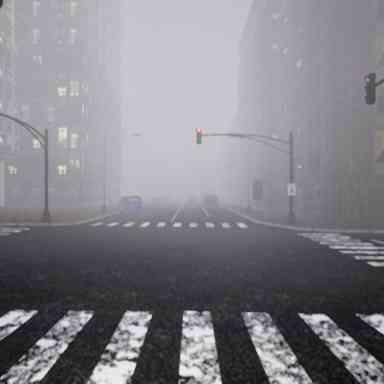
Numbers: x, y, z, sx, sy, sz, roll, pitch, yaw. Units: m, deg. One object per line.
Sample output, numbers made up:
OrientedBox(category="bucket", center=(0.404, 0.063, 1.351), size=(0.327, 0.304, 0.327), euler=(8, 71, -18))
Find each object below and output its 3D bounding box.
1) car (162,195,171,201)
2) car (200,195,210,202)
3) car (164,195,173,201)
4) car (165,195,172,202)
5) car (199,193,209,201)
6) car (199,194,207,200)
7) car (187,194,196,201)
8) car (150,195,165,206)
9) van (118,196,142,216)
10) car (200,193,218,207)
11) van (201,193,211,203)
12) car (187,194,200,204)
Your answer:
OrientedBox(category="car", center=(-5.743, 1.320, 75.267), size=(1.752, 1.417, 4.829), euler=(0, 0, 0))
OrientedBox(category="car", center=(2.642, 1.358, 69.893), size=(2.008, 1.369, 4.403), euler=(0, 0, 0))
OrientedBox(category="car", center=(-5.746, 1.333, 80.988), size=(2.008, 1.369, 4.403), euler=(0, 0, 0))
OrientedBox(category="car", center=(-5.739, 1.247, 69.886), size=(1.967, 1.590, 4.097), euler=(0, 0, 0))
OrientedBox(category="car", center=(2.637, 1.109, 75.443), size=(2.192, 1.841, 5.009), euler=(0, 0, 0))
OrientedBox(category="car", center=(2.939, 1.266, 90.609), size=(1.837, 1.490, 4.892), euler=(0, 0, 0))
OrientedBox(category="car", center=(-0.046, 1.156, 70.535), size=(1.837, 1.490, 4.892), euler=(0, 0, 0))
OrientedBox(category="car", center=(-5.727, 1.374, 53.064), size=(1.752, 1.417, 4.829), euler=(0, 0, 0))
OrientedBox(category="van", center=(-5.712, 1.248, 31.029), size=(1.690, 1.788, 3.998), euler=(0, 0, 0))
OrientedBox(category="car", center=(2.657, 1.178, 47.689), size=(2.192, 1.841, 5.009), euler=(0, 0, 0))
OrientedBox(category="van", center=(2.645, 1.162, 64.342), size=(1.690, 1.788, 3.998), euler=(0, 0, 0))
OrientedBox(category="car", center=(-0.037, 1.431, 60.560), size=(1.895, 1.301, 4.718), euler=(0, 0, 0))
